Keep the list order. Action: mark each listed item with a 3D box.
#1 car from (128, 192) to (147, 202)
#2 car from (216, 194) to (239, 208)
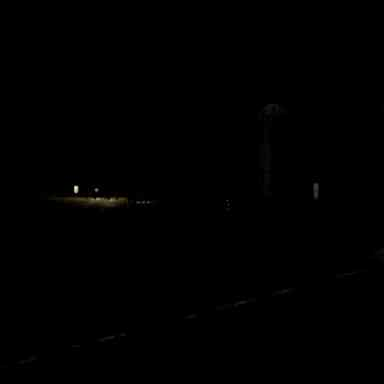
[{"bbox_3d":[-9.990,0.849,60.722,2.097,1.767,4.553,-1,1,-35],"label":"car"},{"bbox_3d":[3.778,1.074,41.600,2.097,1.767,4.553,-1,1,-36],"label":"car"}]
